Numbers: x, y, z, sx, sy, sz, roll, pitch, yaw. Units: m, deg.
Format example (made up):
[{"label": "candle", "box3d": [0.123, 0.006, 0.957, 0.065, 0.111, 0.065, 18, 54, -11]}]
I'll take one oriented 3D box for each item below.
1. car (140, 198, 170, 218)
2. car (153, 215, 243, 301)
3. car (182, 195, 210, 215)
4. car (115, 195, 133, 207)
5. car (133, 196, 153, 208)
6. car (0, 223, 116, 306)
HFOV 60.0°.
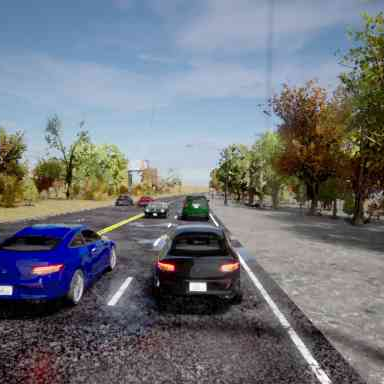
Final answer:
[{"label": "car", "box3d": [-2.927, 1.522, 28.858, 1.895, 1.301, 4.718, 2, 0, 1]}, {"label": "car", "box3d": [0.156, 1.531, 8.240, 1.812, 1.442, 4.674, 0, 0, 1]}, {"label": "car", "box3d": [0.319, 1.224, 28.066, 2.150, 2.045, 5.566, 1, 0, 0]}, {"label": "car", "box3d": [-9.385, 1.210, 46.338, 1.837, 1.490, 4.892, 2, -1, 1]}, {"label": "car", "box3d": [-6.165, 1.281, 44.753, 1.882, 1.535, 5.008, 2, 0, 1]}, {"label": "car", "box3d": [-3.092, 1.453, 7.777, 1.812, 1.442, 4.674, 2, 0, 0]}]
